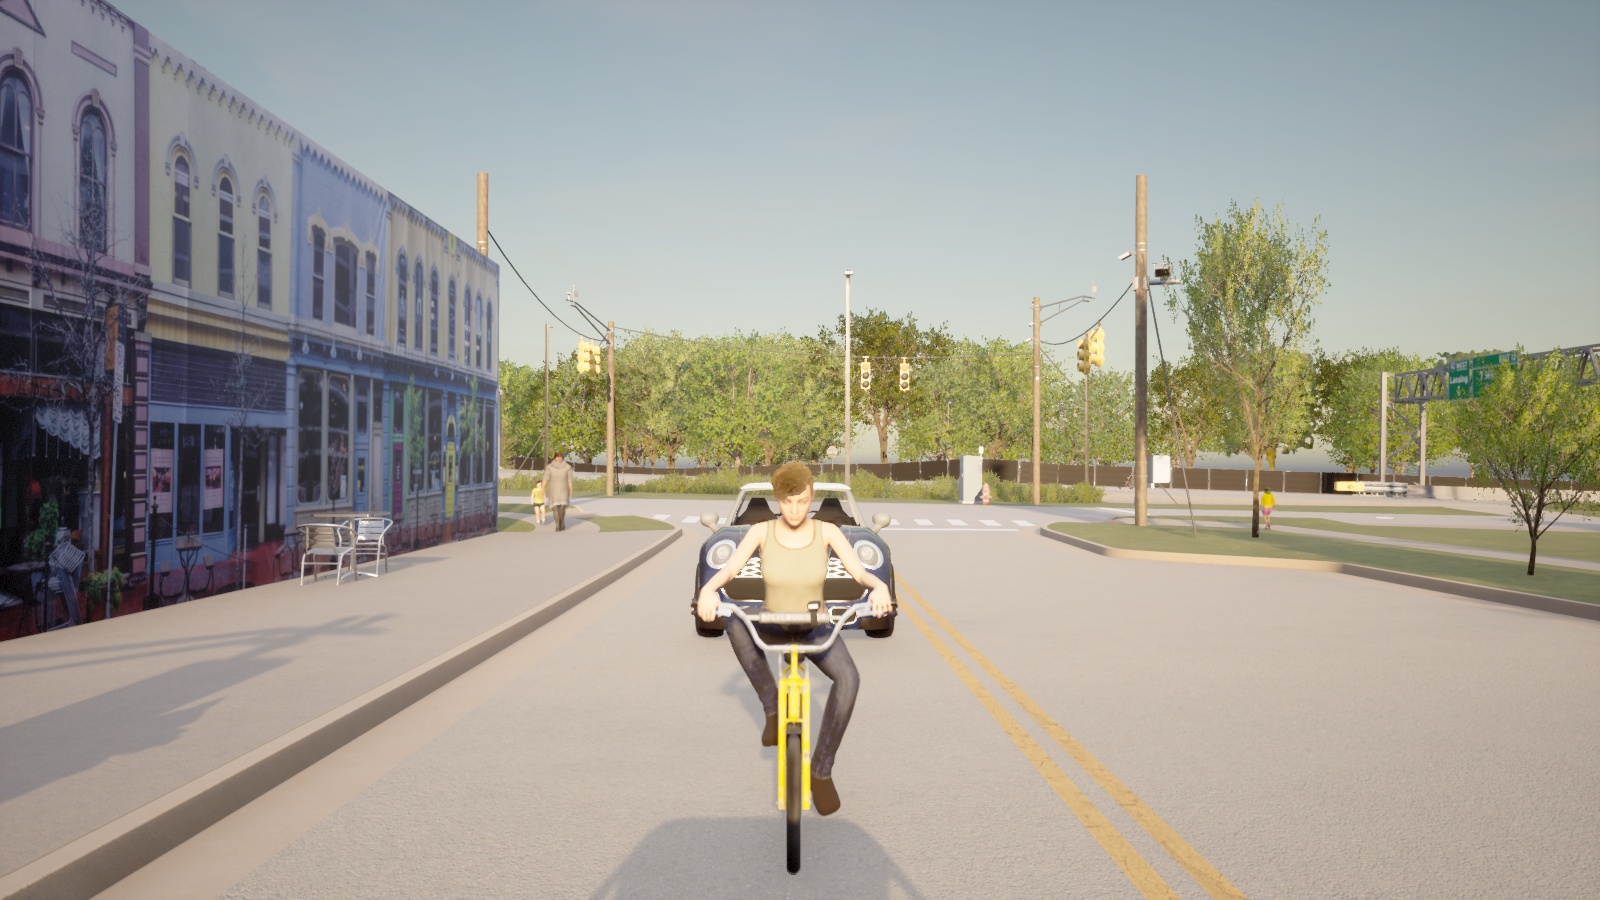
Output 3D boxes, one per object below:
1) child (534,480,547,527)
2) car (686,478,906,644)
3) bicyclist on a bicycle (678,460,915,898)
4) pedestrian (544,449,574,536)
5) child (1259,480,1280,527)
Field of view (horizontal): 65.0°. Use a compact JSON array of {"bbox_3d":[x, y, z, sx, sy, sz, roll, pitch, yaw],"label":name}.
[{"bbox_3d":[-6.181,1.277,29.928,0.255,1.110,0.394,0,-1,-18],"label":"child"},{"bbox_3d":[-0.039,1.037,13.186,1.970,1.475,3.806,0,-1,0],"label":"car"},{"bbox_3d":[-0.017,0.855,5.397,0.866,1.612,1.509,0,-1,0],"label":"bicyclist on a bicycle"},{"bbox_3d":[-5.521,0.963,28.783,0.659,1.952,0.873,0,-1,-10],"label":"pedestrian"},{"bbox_3d":[11.740,1.338,31.420,0.299,1.160,0.473,0,-1,-6],"label":"child"}]
